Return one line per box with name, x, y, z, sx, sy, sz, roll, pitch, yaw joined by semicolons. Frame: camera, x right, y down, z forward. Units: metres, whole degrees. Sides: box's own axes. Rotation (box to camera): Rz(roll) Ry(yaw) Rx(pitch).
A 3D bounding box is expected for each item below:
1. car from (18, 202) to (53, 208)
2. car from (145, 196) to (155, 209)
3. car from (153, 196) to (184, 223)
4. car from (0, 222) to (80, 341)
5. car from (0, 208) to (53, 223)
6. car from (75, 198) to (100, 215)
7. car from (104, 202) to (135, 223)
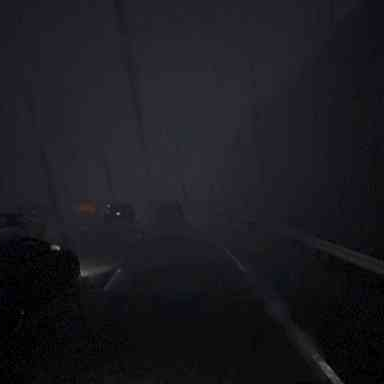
car;-12.578;1.474;26.557;1.895;1.301;4.718;0;0;-9
car;-4.644;1.266;41.036;1.882;1.535;5.008;0;1;-12
car;-1.709;1.349;24.514;1.882;1.535;5.008;0;0;-7
car;-3.651;1.534;6.400;1.994;1.385;4.181;0;0;-2
car;-7.552;1.537;13.551;1.895;1.301;4.718;0;0;-4
car;-9.926;1.320;31.809;1.882;1.535;5.008;0;0;-10
car;-5.226;1.441;24.377;1.994;1.385;4.181;0;0;-7
